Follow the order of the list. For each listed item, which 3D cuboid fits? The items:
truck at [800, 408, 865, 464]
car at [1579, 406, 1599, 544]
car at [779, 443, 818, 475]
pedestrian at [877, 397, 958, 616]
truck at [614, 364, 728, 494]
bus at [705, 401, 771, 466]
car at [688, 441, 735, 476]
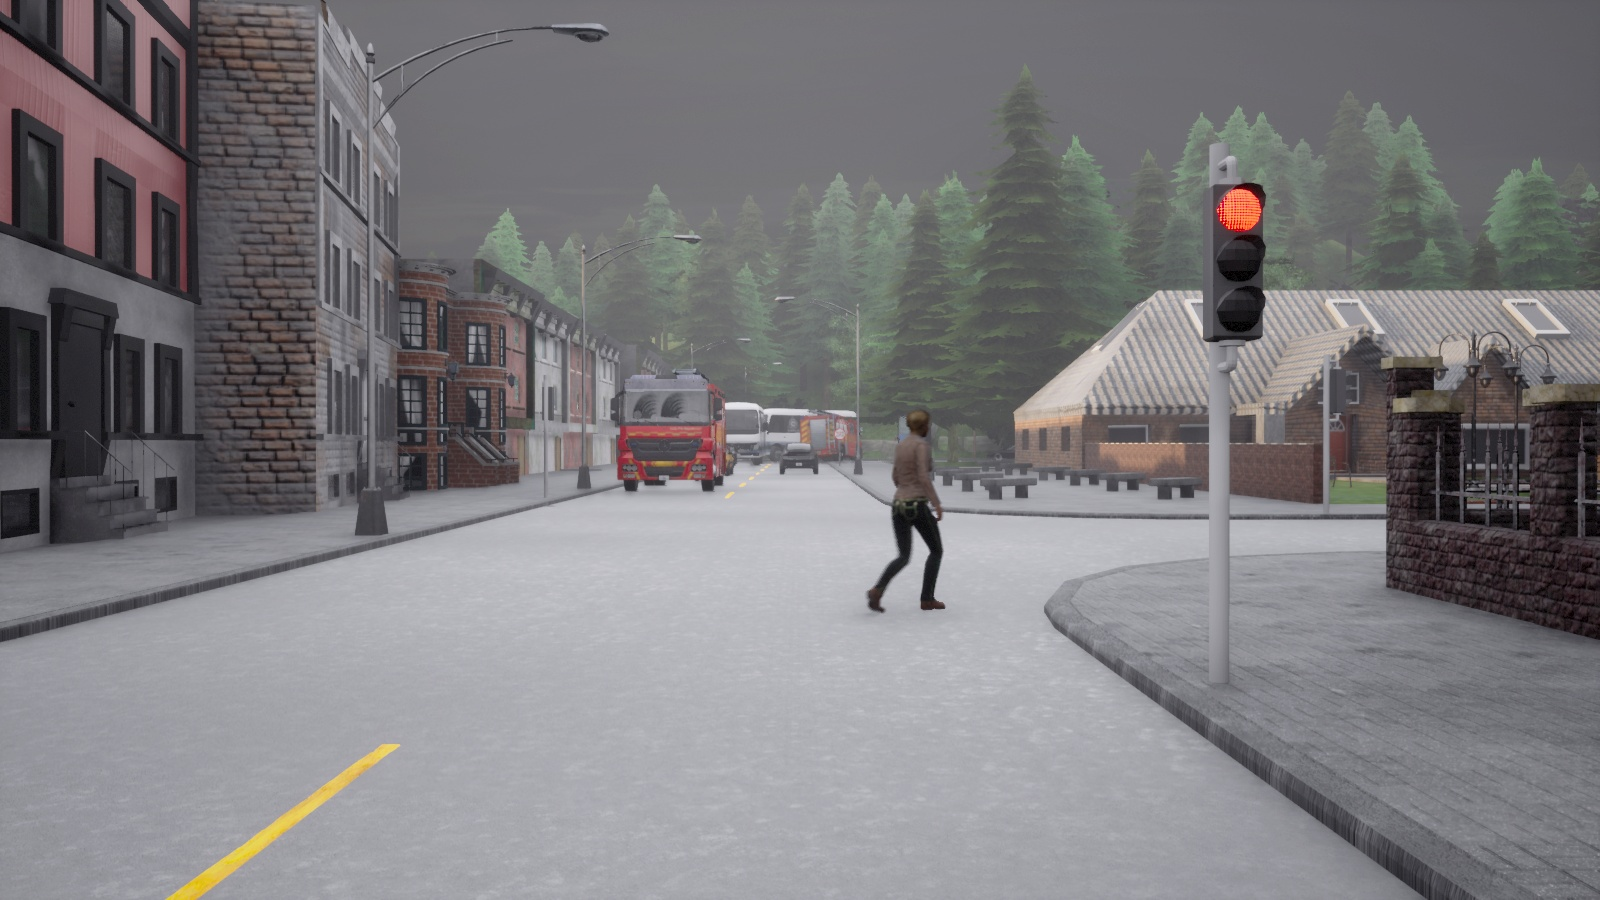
[{"bbox_3d":[2.603,-0.982,97.301,2.891,3.827,8.468,-3,-3,16],"label":"truck"},{"bbox_3d":[14.694,0.375,18.153,5.566,2.045,2.150,0,0,-1],"label":"car"},{"bbox_3d":[-0.048,0.404,61.617,1.837,1.490,4.892,0,0,0],"label":"car"},{"bbox_3d":[1.020,0.475,10.898,0.634,1.846,0.331,0,0,-35],"label":"pedestrian"},{"bbox_3d":[-4.048,-0.654,41.252,2.891,3.827,8.468,0,0,0],"label":"truck"},{"bbox_3d":[-4.170,-1.124,86.944,3.944,4.253,10.273,0,0,1],"label":"bus"},{"bbox_3d":[-4.051,0.354,58.196,1.801,1.575,5.366,0,0,0],"label":"car"}]
